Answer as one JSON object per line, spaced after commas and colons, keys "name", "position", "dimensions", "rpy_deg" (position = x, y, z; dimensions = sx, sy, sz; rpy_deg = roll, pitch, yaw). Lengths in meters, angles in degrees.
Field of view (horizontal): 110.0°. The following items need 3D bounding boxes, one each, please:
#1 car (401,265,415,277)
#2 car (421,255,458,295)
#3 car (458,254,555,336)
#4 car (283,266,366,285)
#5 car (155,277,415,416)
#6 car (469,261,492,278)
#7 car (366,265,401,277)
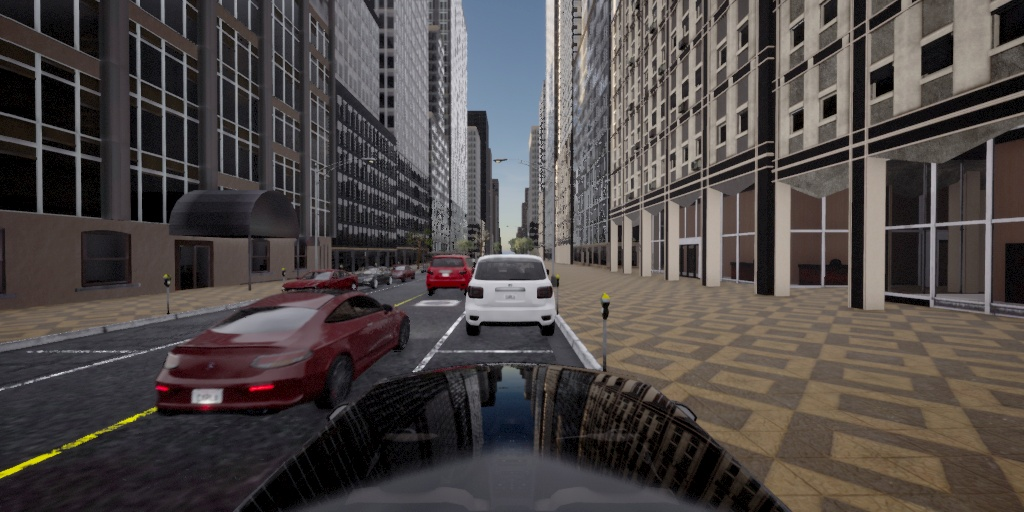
{"name": "car", "position": [-8.837, 1.327, 28.206], "dimensions": [1.802, 1.307, 4.207], "rpy_deg": [0, 0, 0]}
{"name": "car", "position": [-3.108, 0.970, 19.627], "dimensions": [2.150, 2.045, 5.566], "rpy_deg": [0, 0, 1]}
{"name": "car", "position": [-0.039, 0.976, 10.531], "dimensions": [2.150, 2.045, 5.566], "rpy_deg": [0, 0, 0]}
{"name": "car", "position": [-8.837, 1.292, 16.839], "dimensions": [1.888, 1.381, 4.507], "rpy_deg": [0, 0, 0]}
{"name": "car", "position": [-3.149, 1.275, 5.988], "dimensions": [1.812, 1.442, 4.674], "rpy_deg": [0, 0, 0]}
{"name": "car", "position": [-3.100, 1.250, 35.754], "dimensions": [1.837, 1.490, 4.892], "rpy_deg": [0, 0, 0]}
{"name": "car", "position": [-8.838, 1.297, 22.523], "dimensions": [2.007, 1.370, 4.403], "rpy_deg": [0, 0, 0]}
